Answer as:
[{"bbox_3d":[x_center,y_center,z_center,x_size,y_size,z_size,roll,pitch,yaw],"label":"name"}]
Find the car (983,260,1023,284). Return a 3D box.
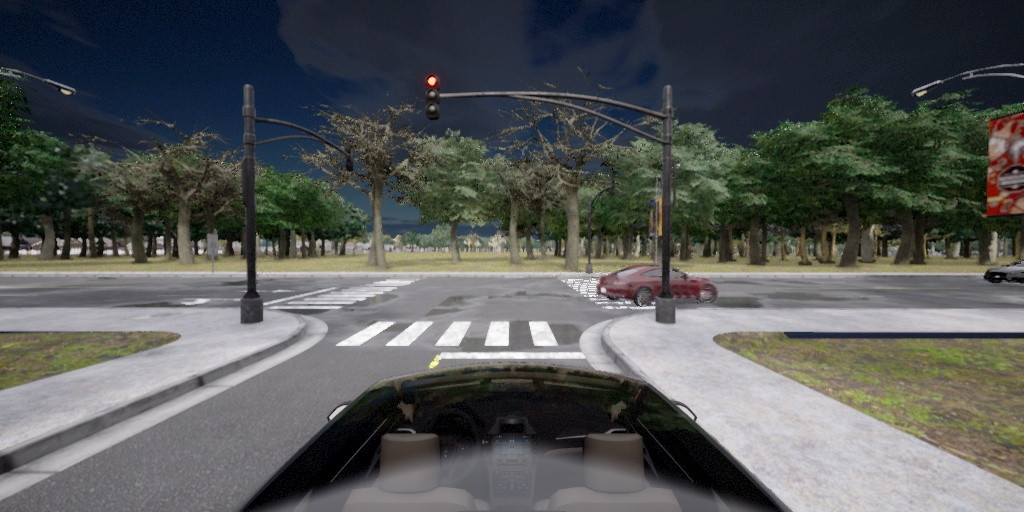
[{"bbox_3d":[30.321,0.932,20.588,4.892,1.490,1.837,0,1,0],"label":"car"}]

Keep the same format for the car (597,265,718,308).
[{"bbox_3d":[5.511,1.059,13.655,4.674,1.442,1.812,0,0,-18],"label":"car"}]
